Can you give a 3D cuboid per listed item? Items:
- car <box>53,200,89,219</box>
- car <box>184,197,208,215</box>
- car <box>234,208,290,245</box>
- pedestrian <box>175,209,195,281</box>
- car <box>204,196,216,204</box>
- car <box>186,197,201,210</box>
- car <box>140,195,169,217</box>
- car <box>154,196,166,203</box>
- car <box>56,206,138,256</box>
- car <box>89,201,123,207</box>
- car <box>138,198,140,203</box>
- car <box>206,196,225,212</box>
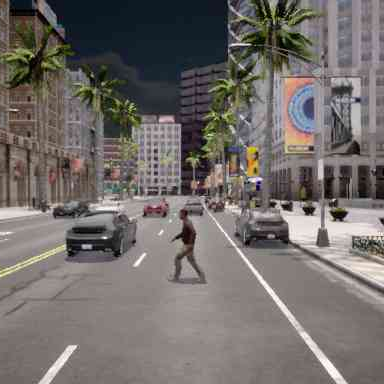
[{"bbox_3d":[-10.524,1.477,29.302,1.882,1.535,5.008,0,0,0],"label":"car"},{"bbox_3d":[0.188,1.492,33.435,2.128,1.511,4.902,0,0,0],"label":"car"},{"bbox_3d":[3.128,1.481,15.505,2.231,1.521,4.892,0,0,0],"label":"car"},{"bbox_3d":[-0.164,1.294,8.197,0.375,1.860,0.375,0,0,0],"label":"pedestrian"},{"bbox_3d":[3.578,1.513,66.809,2.161,1.482,4.786,0,0,0],"label":"car"},{"bbox_3d":[0.221,1.505,44.504,1.837,1.490,4.892,0,0,0],"label":"car"},{"bbox_3d":[-3.318,1.352,31.728,2.097,1.767,4.553,0,0,0],"label":"car"},{"bbox_3d":[-6.584,1.499,69.040,1.837,1.490,4.892,0,0,1],"label":"car"},{"bbox_3d":[-3.368,1.505,13.112,1.837,1.490,4.892,0,0,0],"label":"car"},{"bbox_3d":[-7.025,1.525,28.730,1.812,1.442,4.674,0,0,0],"label":"car"},{"bbox_3d":[-10.078,1.594,69.474,1.895,1.301,4.718,0,0,1],"label":"car"},{"bbox_3d":[3.214,1.354,44.880,2.185,1.767,4.553,0,0,0],"label":"car"}]
